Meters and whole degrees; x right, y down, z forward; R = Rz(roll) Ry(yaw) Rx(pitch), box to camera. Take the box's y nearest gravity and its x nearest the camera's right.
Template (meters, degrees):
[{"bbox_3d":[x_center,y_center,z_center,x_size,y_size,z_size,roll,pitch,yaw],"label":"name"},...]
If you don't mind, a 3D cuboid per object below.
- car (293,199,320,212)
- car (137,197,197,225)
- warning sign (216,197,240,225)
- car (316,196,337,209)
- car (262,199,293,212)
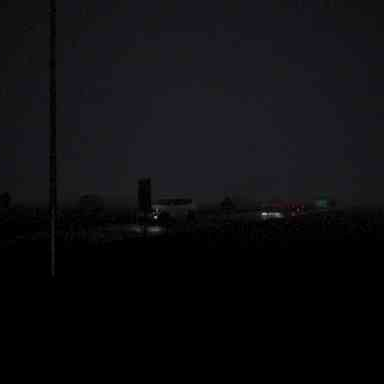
[{"bbox_3d":[14.610,1.910,43.273,1.895,1.301,4.718,0,-1,37],"label":"car"},{"bbox_3d":[-1.808,1.387,26.084,2.150,2.045,5.566,0,-1,37],"label":"car"},{"bbox_3d":[2.474,1.254,22.946,1.300,1.860,1.060,0,0,37],"label":"warning sign"},{"bbox_3d":[20.676,1.591,51.503,2.150,2.045,5.566,0,-1,37],"label":"car"},{"bbox_3d":[10.890,1.660,43.079,2.097,1.767,4.553,0,0,37],"label":"car"}]
